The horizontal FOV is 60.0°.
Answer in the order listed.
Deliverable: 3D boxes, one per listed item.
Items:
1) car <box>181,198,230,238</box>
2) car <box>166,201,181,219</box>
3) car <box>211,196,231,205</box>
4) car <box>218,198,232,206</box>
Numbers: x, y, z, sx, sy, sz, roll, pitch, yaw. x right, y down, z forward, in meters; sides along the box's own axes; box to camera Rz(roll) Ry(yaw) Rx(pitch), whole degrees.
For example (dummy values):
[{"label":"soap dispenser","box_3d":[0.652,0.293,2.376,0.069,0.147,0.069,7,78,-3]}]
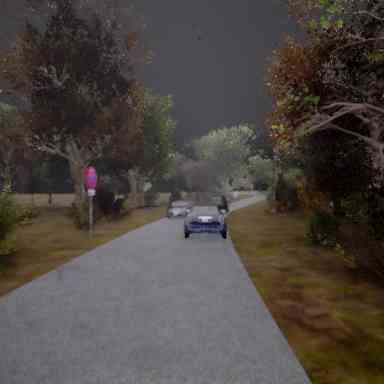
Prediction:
[{"label":"car","box_3d":[0.763,1.366,17.973,2.097,1.767,4.553,0,0,4]},{"label":"car","box_3d":[-1.087,1.588,30.164,2.128,1.511,4.902,0,-1,7]},{"label":"car","box_3d":[3.280,1.481,40.414,2.150,2.045,5.566,0,-1,9]},{"label":"car","box_3d":[7.088,2.154,71.221,2.128,1.511,4.902,1,0,16]}]
